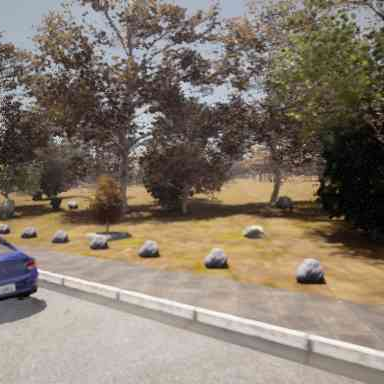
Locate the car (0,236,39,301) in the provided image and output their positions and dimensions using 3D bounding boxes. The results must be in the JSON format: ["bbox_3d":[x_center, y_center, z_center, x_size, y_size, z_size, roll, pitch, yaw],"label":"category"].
[{"bbox_3d":[-5.174,1.577,7.269,4.674,1.442,1.812,0,0,36],"label":"car"}]
